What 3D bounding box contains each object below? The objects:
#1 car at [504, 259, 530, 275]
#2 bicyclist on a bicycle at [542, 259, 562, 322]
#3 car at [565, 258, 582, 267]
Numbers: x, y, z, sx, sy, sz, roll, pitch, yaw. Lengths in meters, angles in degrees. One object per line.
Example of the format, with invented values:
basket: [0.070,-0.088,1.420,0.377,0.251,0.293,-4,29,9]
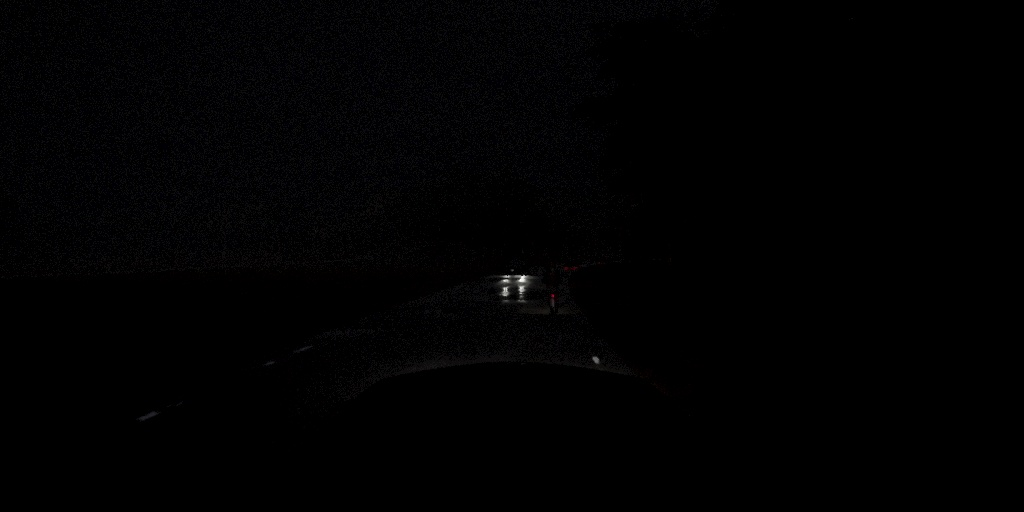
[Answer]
car: [0.536,1.009,34.181,1.837,1.490,4.892,0,1,12]
bicyclist on a bicycle: [1.243,1.072,11.153,0.659,1.776,1.843,0,1,4]
car: [9.293,0.922,53.515,1.895,1.301,4.718,0,1,19]
